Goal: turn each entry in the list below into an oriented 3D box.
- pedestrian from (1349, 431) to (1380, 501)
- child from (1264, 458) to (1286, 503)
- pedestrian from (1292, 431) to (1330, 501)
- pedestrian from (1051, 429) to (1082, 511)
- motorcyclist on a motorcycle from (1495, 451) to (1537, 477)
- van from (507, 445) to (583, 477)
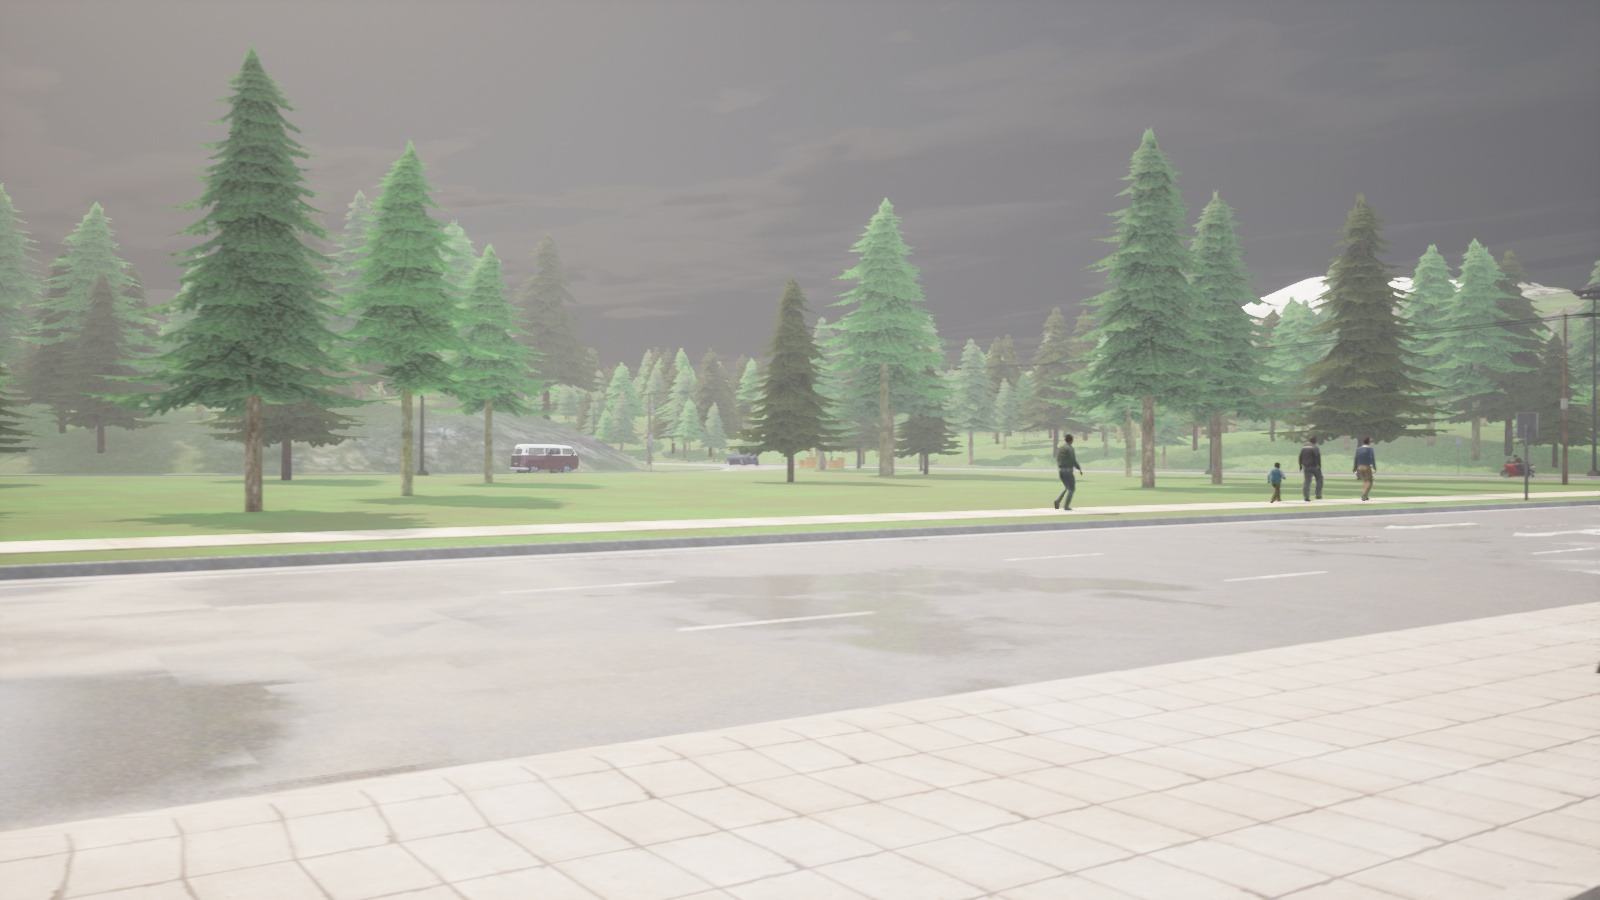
[{"bbox_3d":[15.868,0.438,35.290,0.788,1.949,0.423,0,0,-33],"label":"pedestrian"},{"bbox_3d":[12.701,0.820,33.562,0.448,1.192,0.343,0,0,-36],"label":"child"},{"bbox_3d":[13.939,0.439,34.237,0.849,1.883,0.563,0,0,-33],"label":"pedestrian"},{"bbox_3d":[6.059,0.442,28.598,0.614,1.847,0.353,0,0,-32],"label":"pedestrian"},{"bbox_3d":[43.086,0.823,75.594,0.797,1.523,2.044,0,0,-34],"label":"motorcyclist on a motorcycle"},{"bbox_3d":[-16.897,0.709,83.249,4.480,2.038,2.069,0,0,-41],"label":"van"}]
